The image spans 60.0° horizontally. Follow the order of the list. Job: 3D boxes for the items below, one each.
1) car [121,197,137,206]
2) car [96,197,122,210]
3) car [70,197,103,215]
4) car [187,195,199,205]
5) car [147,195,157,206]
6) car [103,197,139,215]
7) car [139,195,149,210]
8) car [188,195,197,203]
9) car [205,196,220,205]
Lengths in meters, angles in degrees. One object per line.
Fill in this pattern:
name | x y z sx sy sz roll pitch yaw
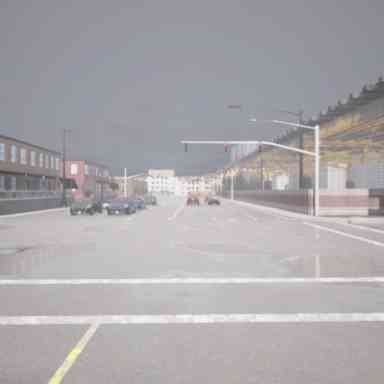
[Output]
car | -10.507 1.524 56.025 1.994 1.385 4.181 0 0 0
car | -10.537 1.461 42.518 2.128 1.511 4.902 0 0 0
car | -10.547 1.328 33.365 2.097 1.767 4.553 0 0 0
car | 0.178 1.311 57.533 2.097 1.767 4.553 0 0 0
car | -7.004 1.313 55.191 2.097 1.767 4.553 0 0 0
car | -7.047 1.328 33.489 2.097 1.767 4.553 0 0 0
car | -7.039 1.496 42.176 1.812 1.442 4.674 0 0 0
car | 0.132 1.454 70.873 1.837 1.490 4.892 0 0 0
car | 3.677 1.561 56.794 1.895 1.301 4.718 0 0 0
